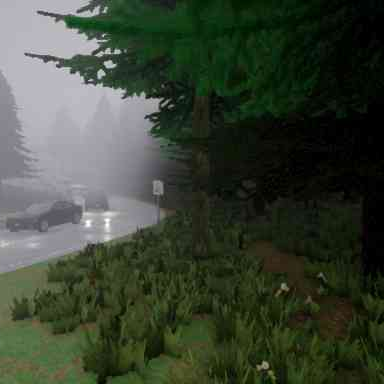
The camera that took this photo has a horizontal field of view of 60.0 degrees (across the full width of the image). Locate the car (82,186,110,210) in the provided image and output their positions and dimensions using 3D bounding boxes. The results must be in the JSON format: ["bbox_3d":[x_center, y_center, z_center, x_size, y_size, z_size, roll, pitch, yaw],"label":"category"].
[{"bbox_3d":[-8.318,0.651,28.895,1.837,1.490,4.892,0,5,-19],"label":"car"}]

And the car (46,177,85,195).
[{"bbox_3d":[-13.934,-0.564,37.849,5.566,2.045,2.150,7,5,40],"label":"car"}]

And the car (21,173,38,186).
[{"bbox_3d":[-25.641,-2.127,52.452,2.150,2.045,5.566,0,5,-30],"label":"car"}]

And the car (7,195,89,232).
[{"bbox_3d":[-8.122,1.226,18.789,1.882,1.535,5.008,0,2,12],"label":"car"}]

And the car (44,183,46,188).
[{"bbox_3d":[-18.323,-0.951,45.380,4.892,1.490,1.837,6,4,38],"label":"car"}]
